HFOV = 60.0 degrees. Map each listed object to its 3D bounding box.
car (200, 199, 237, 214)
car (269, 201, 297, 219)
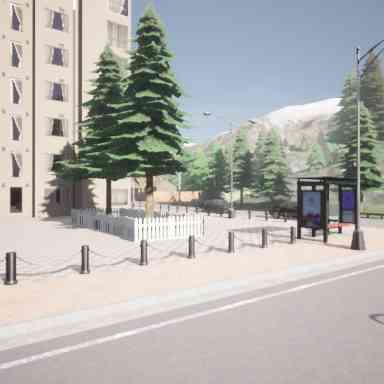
[{"bbox_3d":[2.821,1.552,35.939,1.837,1.490,4.892,0,0,-35],"label":"car"},{"bbox_3d":[8.670,1.524,27.566,1.882,1.535,5.008,0,0,-35],"label":"car"}]
